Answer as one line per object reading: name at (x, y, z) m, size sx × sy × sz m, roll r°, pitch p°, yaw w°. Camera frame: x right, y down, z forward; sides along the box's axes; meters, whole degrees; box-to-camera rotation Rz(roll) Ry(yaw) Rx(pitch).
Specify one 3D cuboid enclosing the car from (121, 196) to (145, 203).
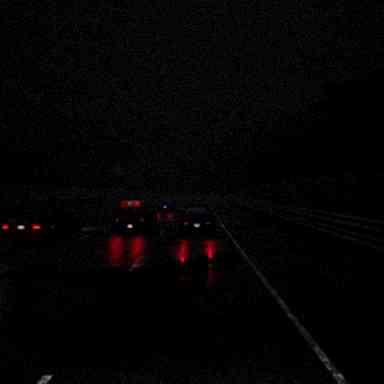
car at (-6.297, 1.203, 36.051) m, size 2.097 × 1.767 × 4.553 m, roll 0°, pitch 0°, yaw 2°

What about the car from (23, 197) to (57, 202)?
car at (-16.923, 1.315, 38.276) m, size 1.882 × 1.535 × 5.008 m, roll 0°, pitch 0°, yaw 2°

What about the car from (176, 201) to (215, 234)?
car at (0.276, 1.424, 18.412) m, size 1.812 × 1.442 × 4.674 m, roll 0°, pitch 0°, yaw 1°

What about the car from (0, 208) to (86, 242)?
car at (-6.769, 1.453, 15.767) m, size 2.033 × 1.411 × 5.357 m, roll 0°, pitch 0°, yaw 1°

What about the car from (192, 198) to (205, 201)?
car at (0.713, 1.347, 36.308) m, size 2.128 × 1.511 × 4.902 m, roll 0°, pitch 0°, yaw 2°

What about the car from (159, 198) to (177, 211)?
car at (-2.756, 1.377, 37.354) m, size 1.812 × 1.442 × 4.674 m, roll 0°, pitch 0°, yaw 2°

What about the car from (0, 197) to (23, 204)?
car at (-20.384, 1.432, 39.639) m, size 1.895 × 1.301 × 4.718 m, roll 0°, pitch 0°, yaw 2°

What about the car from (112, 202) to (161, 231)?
car at (-3.206, 1.493, 19.651) m, size 1.895 × 1.301 × 4.718 m, roll 0°, pitch 0°, yaw 1°
